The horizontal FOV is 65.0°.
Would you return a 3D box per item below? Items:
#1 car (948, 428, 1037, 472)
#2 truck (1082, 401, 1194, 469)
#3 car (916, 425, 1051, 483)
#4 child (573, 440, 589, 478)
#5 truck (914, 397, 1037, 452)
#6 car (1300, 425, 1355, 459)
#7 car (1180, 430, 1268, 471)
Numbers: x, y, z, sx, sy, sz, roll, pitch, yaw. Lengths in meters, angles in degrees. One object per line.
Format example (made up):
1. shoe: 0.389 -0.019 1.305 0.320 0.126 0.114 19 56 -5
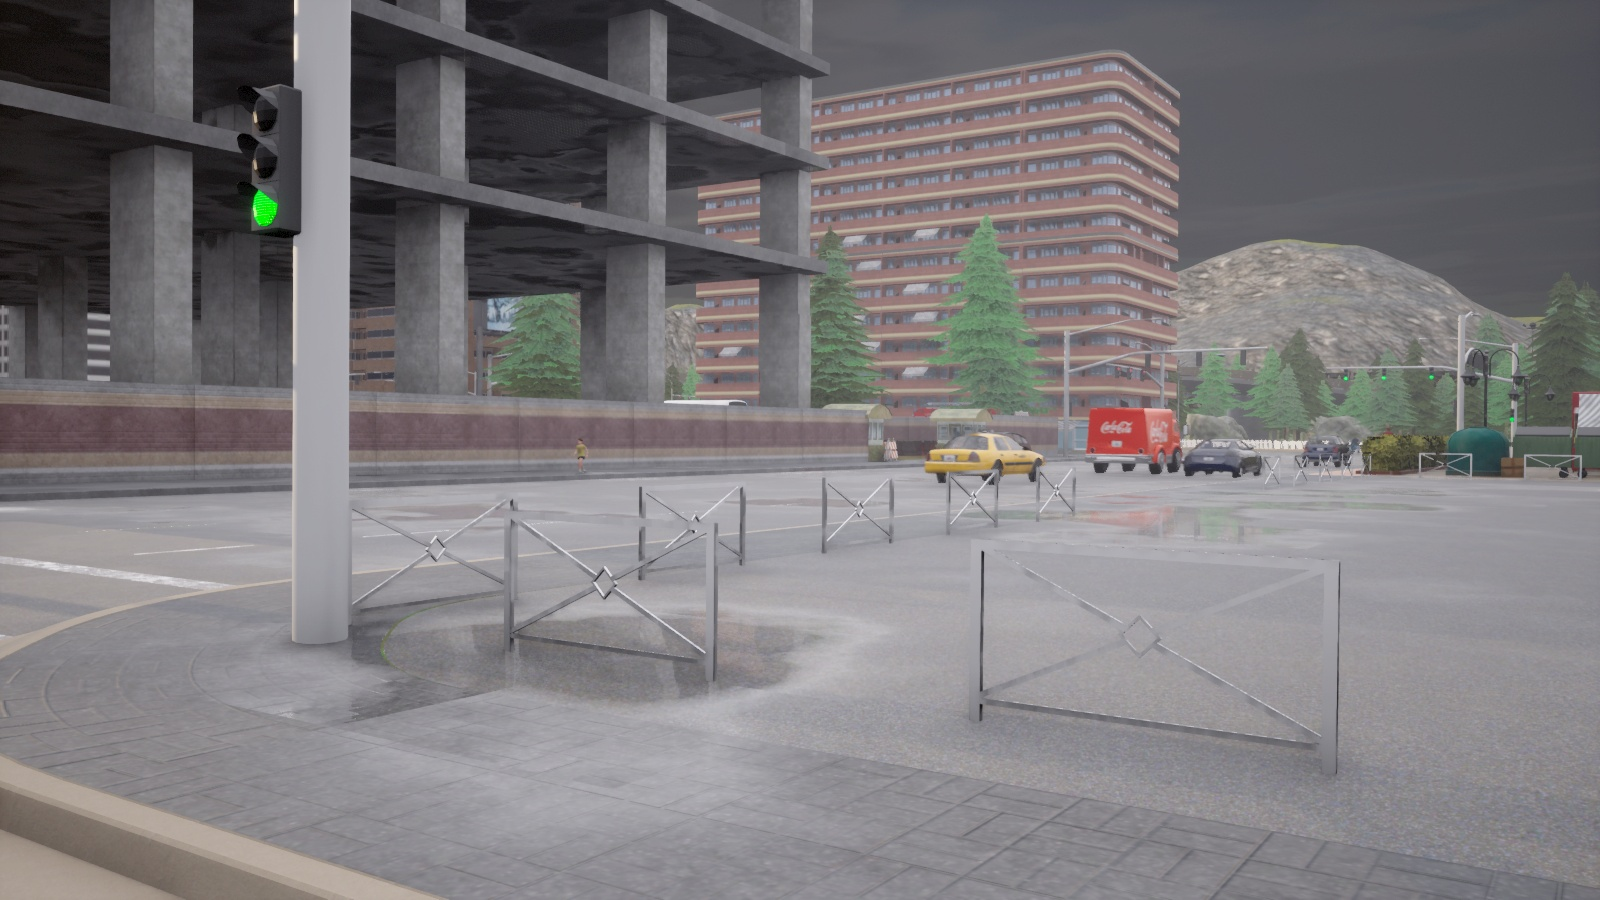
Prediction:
1. car: 6.984 -0.028 45.332 1.789 1.549 3.705 0 1 33
2. truck: 12.997 -0.585 48.090 2.627 2.467 5.204 0 1 33
3. car: 5.449 0.065 36.649 1.801 1.575 5.366 0 1 33
4. child: -6.519 0.258 37.429 0.255 1.110 0.394 0 1 32
5. truck: 12.721 -1.797 91.465 8.468 3.827 2.891 0 1 34
6. car: 25.517 -0.405 60.713 1.789 1.549 3.705 0 1 33
7. car: 15.300 -0.016 45.225 1.994 1.385 4.181 0 1 33
